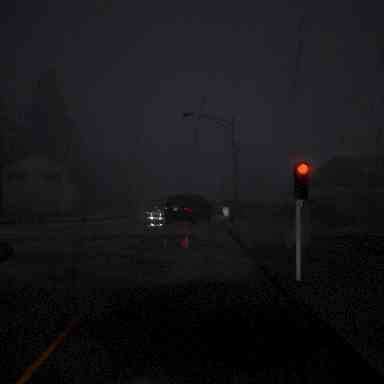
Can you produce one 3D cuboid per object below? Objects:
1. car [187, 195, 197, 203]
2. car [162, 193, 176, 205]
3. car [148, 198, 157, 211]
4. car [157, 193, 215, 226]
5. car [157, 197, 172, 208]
[{"bbox_3d":[0.009,1.574,76.660,2.097,1.767,4.553,0,0,0],"label":"car"},{"bbox_3d":[-4.063,1.221,60.429,2.150,2.045,5.566,0,0,0],"label":"car"},{"bbox_3d":[-4.096,1.491,39.977,2.128,1.511,4.902,0,0,0],"label":"car"},{"bbox_3d":[-0.106,1.221,24.033,2.150,2.045,5.566,2,1,22],"label":"car"},{"bbox_3d":[-4.086,1.525,49.981,1.812,1.442,4.674,0,0,0],"label":"car"}]
